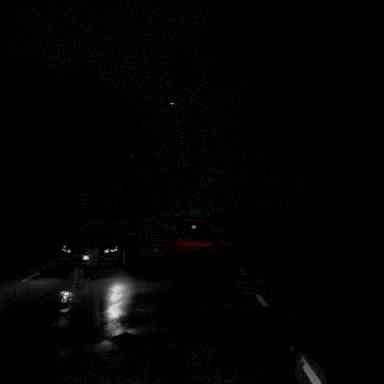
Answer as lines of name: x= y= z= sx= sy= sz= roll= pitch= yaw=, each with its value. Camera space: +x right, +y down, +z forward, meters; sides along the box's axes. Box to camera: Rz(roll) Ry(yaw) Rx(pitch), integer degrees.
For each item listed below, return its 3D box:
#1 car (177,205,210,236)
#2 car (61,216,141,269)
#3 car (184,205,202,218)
car: x=0.097 y=1.781 z=20.473 sx=1.882 sy=1.535 sz=5.008 roll=0 pitch=-1 yaw=0
car: x=-3.001 y=1.666 z=11.854 sx=1.837 sy=1.490 sz=4.892 roll=0 pitch=-1 yaw=0
car: x=0.104 y=2.259 z=40.139 sx=2.033 sy=1.411 sz=5.357 roll=0 pitch=-1 yaw=0
